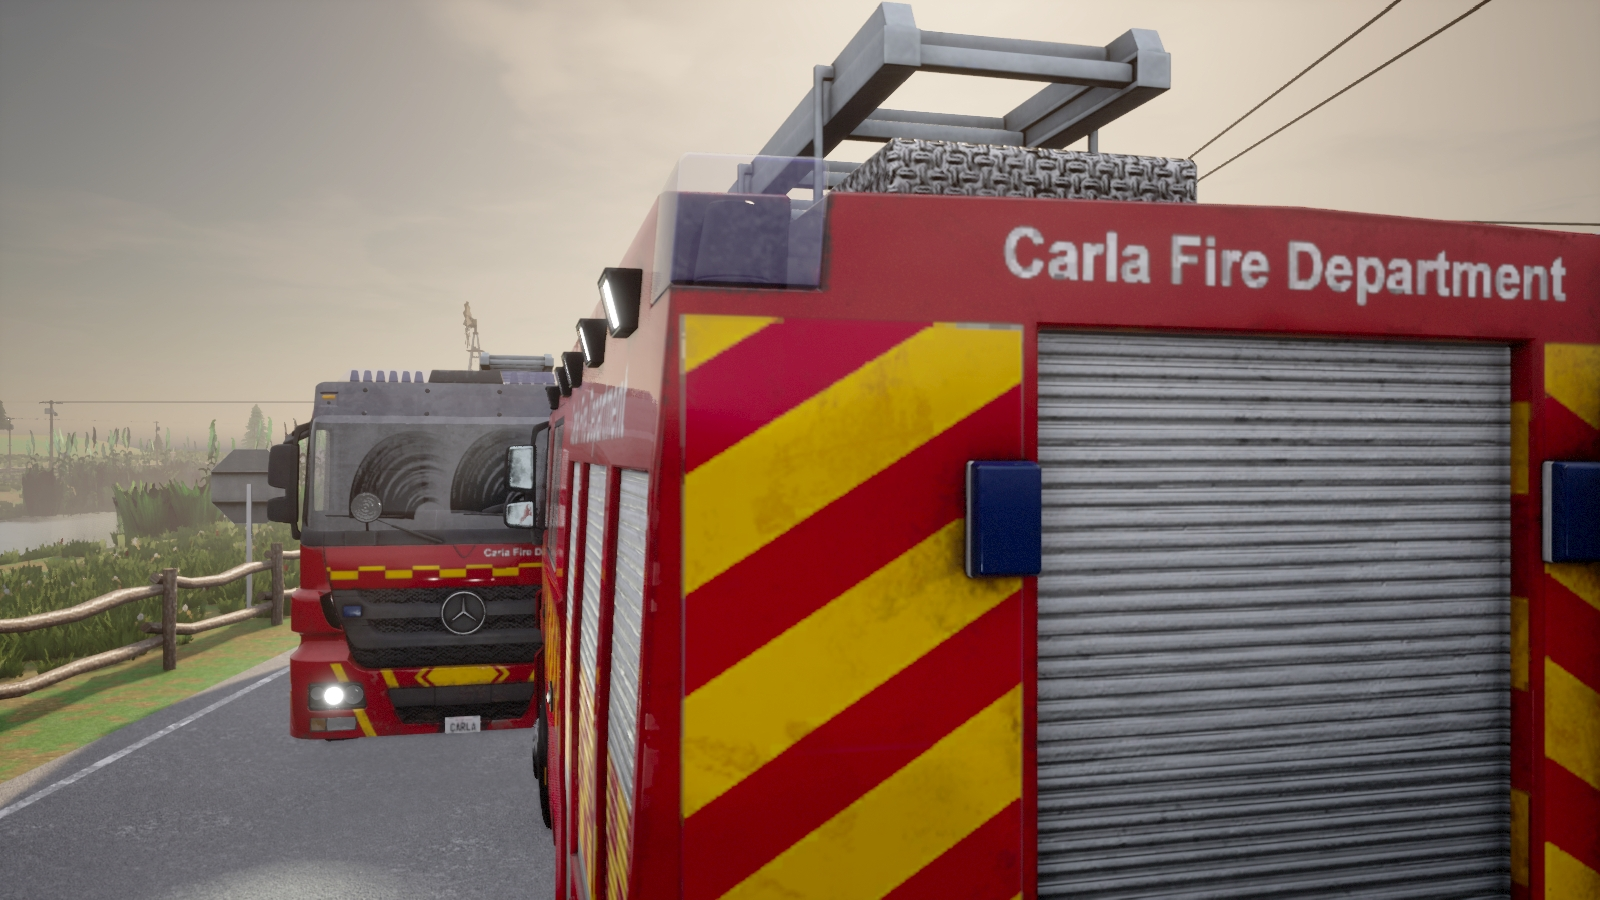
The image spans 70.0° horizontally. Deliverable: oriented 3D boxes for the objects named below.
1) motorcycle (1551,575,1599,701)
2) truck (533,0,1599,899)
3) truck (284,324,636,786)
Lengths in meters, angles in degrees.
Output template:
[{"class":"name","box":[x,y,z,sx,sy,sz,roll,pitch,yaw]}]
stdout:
[{"class":"motorcycle","box":[9.798,2.142,13.155,1.805,1.316,0.856,0,0,-7]},{"class":"truck","box":[-0.045,0.867,6.875,2.891,3.827,8.468,0,0,-14]},{"class":"truck","box":[-3.897,0.862,13.923,2.891,3.827,8.468,0,0,-14]}]
